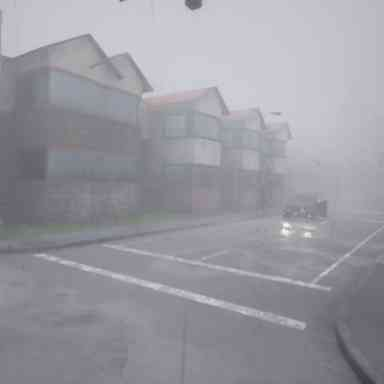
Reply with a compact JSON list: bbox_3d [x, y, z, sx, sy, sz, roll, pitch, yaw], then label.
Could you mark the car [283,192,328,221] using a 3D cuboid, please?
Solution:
[{"bbox_3d":[8.842,1.091,25.525,2.150,2.045,5.566,3,4,35],"label":"car"}]
